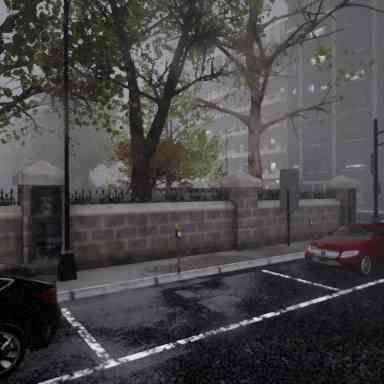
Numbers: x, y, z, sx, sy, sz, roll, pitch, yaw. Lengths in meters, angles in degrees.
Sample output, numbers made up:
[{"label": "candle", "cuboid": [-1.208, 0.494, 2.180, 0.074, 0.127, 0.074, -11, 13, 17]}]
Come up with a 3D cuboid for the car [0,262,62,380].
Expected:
[{"label": "car", "cuboid": [-3.806, 1.565, 3.875, 4.313, 1.339, 1.947, 0, 0, -35]}]

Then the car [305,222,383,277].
[{"label": "car", "cuboid": [5.265, 1.589, 10.221, 4.206, 1.307, 1.802, 0, 0, -35]}]
